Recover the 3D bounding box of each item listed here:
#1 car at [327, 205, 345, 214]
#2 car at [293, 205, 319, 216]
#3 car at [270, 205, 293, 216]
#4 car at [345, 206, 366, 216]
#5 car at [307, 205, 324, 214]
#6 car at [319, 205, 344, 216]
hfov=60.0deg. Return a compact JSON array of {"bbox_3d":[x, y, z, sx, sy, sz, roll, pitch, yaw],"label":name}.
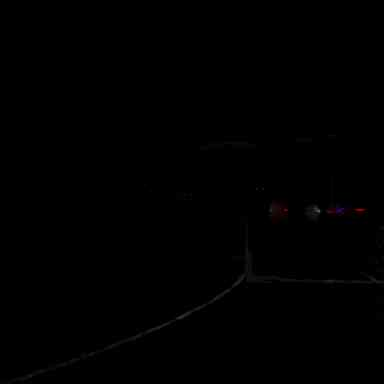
[{"bbox_3d":[25.535,3.043,58.956,1.812,1.442,4.674,0,-2,9],"label":"car"},{"bbox_3d":[16.968,2.843,49.733,2.033,1.411,5.357,0,-2,9],"label":"car"},{"bbox_3d":[13.524,2.815,50.360,2.128,1.511,4.902,0,-2,9],"label":"car"},{"bbox_3d":[23.910,2.741,48.819,2.128,1.511,4.902,0,-2,9],"label":"car"},{"bbox_3d":[22.079,3.048,59.510,1.837,1.490,4.892,0,-2,9],"label":"car"},{"bbox_3d":[20.459,2.877,49.397,1.895,1.301,4.718,0,-2,9],"label":"car"}]
